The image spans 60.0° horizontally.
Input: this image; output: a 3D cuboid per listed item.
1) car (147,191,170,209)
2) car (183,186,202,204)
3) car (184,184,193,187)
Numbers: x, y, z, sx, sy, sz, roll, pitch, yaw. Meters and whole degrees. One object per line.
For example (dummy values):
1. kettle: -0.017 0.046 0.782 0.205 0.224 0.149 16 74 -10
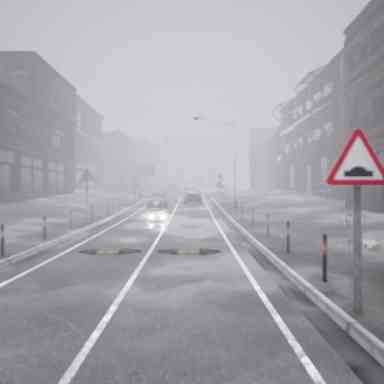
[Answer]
1. car: -3.087 0.693 31.227 2.128 1.511 4.902 0 3 0
2. car: 0.105 0.449 36.400 1.812 1.442 4.674 0 3 0
3. car: -0.692 -0.946 73.262 2.097 1.767 4.553 0 1 8
